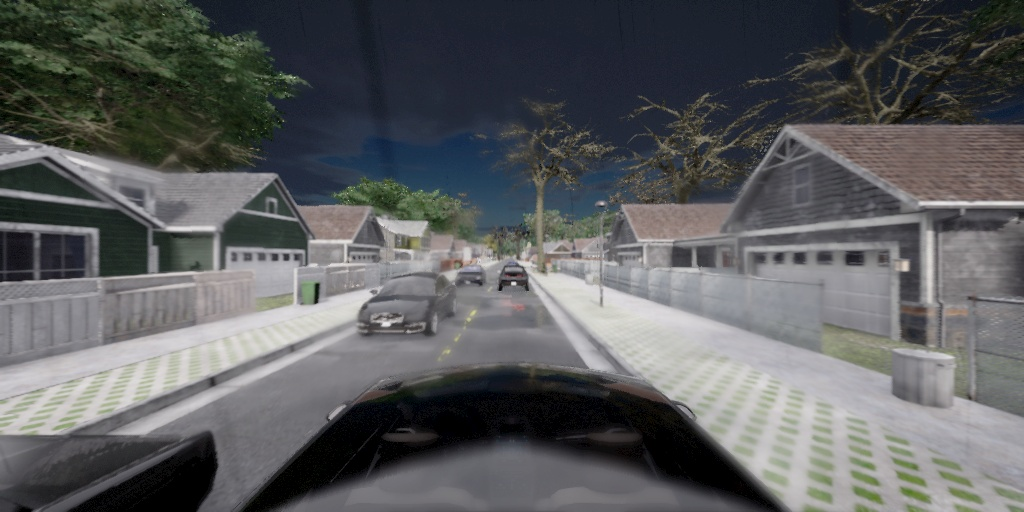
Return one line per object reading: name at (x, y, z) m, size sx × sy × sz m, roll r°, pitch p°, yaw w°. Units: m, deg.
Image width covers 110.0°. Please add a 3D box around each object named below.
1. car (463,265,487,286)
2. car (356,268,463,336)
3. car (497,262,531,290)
car at (-2.843, 1.363, 26.031) m, size 2.033 × 1.411 × 5.357 m, roll 0°, pitch 0°, yaw 0°
car at (-2.809, 1.277, 10.519) m, size 1.837 × 1.490 × 4.892 m, roll 0°, pitch 0°, yaw 1°
car at (0.107, 1.313, 22.899) m, size 1.837 × 1.490 × 4.892 m, roll 0°, pitch 0°, yaw 0°
